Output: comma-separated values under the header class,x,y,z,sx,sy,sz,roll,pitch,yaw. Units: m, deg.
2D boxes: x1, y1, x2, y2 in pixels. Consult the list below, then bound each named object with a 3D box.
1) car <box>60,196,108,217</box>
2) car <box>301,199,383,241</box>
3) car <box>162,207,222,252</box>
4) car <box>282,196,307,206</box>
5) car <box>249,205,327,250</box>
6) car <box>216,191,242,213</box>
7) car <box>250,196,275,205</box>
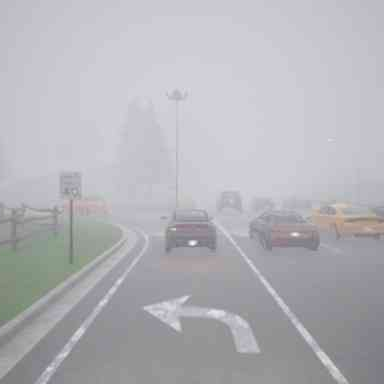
class,x,y,z,sx,sy,sz,roll,pitch,yaw
car,-9.201,1.076,28.209,4.553,1.767,2.097,1,1,37
car,7.099,1.321,15.866,1.882,1.535,5.008,0,1,0
car,-0.162,1.375,13.236,1.837,1.490,4.892,0,1,-4
car,10.599,1.160,33.789,2.128,1.511,4.902,0,1,0
car,3.598,1.430,13.599,1.994,1.385,4.181,0,1,0
car,3.599,0.899,32.911,2.150,2.045,5.566,0,1,0
car,7.098,1.172,33.921,1.837,1.490,4.892,0,1,0
